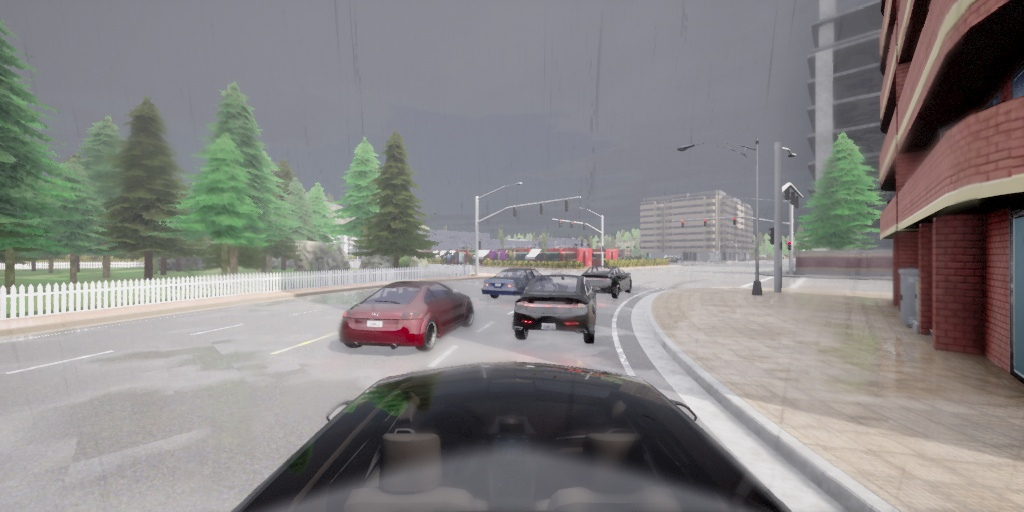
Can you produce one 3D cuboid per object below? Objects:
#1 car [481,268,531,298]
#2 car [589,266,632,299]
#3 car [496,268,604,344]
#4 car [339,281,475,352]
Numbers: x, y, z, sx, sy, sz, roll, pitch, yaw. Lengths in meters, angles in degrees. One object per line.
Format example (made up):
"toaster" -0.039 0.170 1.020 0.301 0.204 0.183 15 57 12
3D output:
"car" 0.461 1.297 17.805 2.033 1.411 5.357 0 0 25
"car" 4.834 1.236 18.319 2.128 1.511 4.902 1 1 29
"car" 1.343 1.242 9.758 2.128 1.511 4.902 0 0 14
"car" -2.367 1.314 9.086 1.994 1.385 4.181 0 0 10
